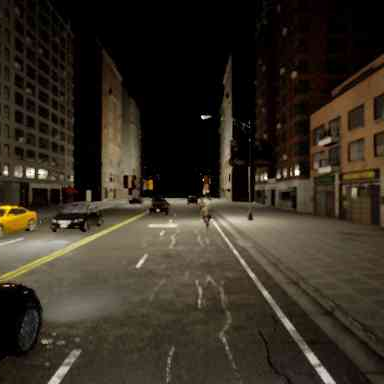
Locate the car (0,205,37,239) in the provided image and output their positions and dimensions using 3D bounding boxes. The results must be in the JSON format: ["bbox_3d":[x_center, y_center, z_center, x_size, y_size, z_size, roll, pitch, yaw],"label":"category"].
[{"bbox_3d":[-9.849,1.470,17.094,1.882,1.535,5.008,0,0,0],"label":"car"}]

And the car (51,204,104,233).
[{"bbox_3d":[-6.599,1.483,19.604,2.128,1.511,4.902,0,0,0],"label":"car"}]

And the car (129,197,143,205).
[{"bbox_3d":[-9.789,1.582,58.304,1.895,1.301,4.718,0,0,1],"label":"car"}]

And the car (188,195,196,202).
[{"bbox_3d":[-0.002,1.505,75.338,1.812,1.442,4.674,0,0,0],"label":"car"}]

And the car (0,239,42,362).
[{"bbox_3d":[-3.149,1.524,3.062,1.812,1.442,4.674,0,0,0],"label":"car"}]

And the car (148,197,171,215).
[{"bbox_3d":[-3.151,1.513,33.210,1.812,1.442,4.674,0,0,0],"label":"car"}]

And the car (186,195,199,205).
[{"bbox_3d":[0.080,1.473,58.463,2.128,1.511,4.902,0,0,0],"label":"car"}]

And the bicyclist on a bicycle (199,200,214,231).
[{"bbox_3d":[0.883,1.428,19.444,0.866,1.612,1.509,0,0,0],"label":"bicyclist on a bicycle"}]
